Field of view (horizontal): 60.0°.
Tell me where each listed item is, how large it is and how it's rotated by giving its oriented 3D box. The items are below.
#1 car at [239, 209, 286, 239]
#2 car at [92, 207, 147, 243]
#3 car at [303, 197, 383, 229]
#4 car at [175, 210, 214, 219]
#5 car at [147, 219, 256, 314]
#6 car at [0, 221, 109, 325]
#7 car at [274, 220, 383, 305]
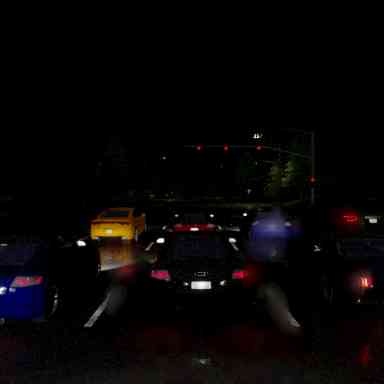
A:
[{"bbox_3d":[3.606,1.564,16.801,1.994,1.385,4.181,0,0,0],"label":"car"},{"bbox_3d":[-3.395,1.478,16.163,1.882,1.535,5.008,0,0,0],"label":"car"},{"bbox_3d":[7.106,1.222,15.726,2.150,2.045,5.566,0,0,0],"label":"car"},{"bbox_3d":[0.106,1.564,16.096,1.994,1.385,4.181,0,0,0],"label":"car"},{"bbox_3d":[0.117,1.564,7.693,1.994,1.385,4.181,0,0,-1],"label":"car"},{"bbox_3d":[-3.396,1.564,7.232,1.994,1.385,4.181,0,0,0],"label":"car"},{"bbox_3d":[3.603,1.601,8.044,1.895,1.301,4.718,0,0,0],"label":"car"}]
